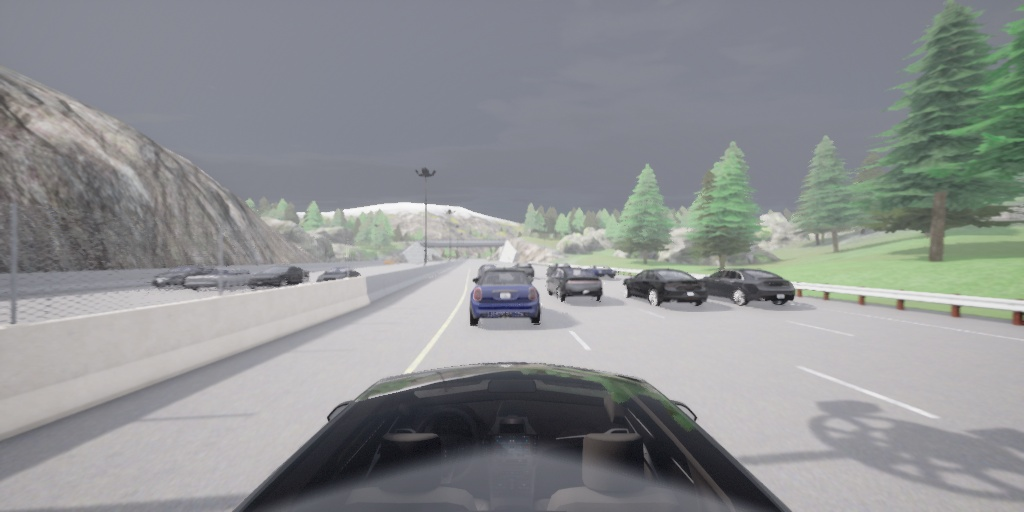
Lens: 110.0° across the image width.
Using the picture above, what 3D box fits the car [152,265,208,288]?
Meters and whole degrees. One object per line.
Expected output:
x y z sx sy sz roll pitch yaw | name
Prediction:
-22.672 1.409 25.362 2.128 1.511 4.902 0 0 -6 | car

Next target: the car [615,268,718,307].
6.499 1.277 15.855 1.882 1.535 5.008 0 0 -4 | car

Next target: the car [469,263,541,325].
-0.294 1.152 12.250 2.097 1.767 4.553 0 0 -3 | car

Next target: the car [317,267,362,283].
-12.120 1.455 25.430 1.994 1.385 4.181 0 0 -6 | car

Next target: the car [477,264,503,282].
-2.082 1.444 31.925 2.033 1.411 5.357 0 0 -6 | car

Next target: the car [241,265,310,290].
-15.506 1.372 24.184 1.882 1.535 5.008 0 0 -6 | car

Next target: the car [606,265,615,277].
8.214 1.482 34.302 1.895 1.301 4.718 0 0 -6 | car

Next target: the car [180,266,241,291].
-18.988 1.502 23.836 1.895 1.301 4.718 0 0 -6 | car

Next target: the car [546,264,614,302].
2.881 1.307 17.290 2.128 1.511 4.902 0 0 -4 | car

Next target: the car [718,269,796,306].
10.000 1.296 15.974 1.837 1.490 4.892 0 0 -4 | car

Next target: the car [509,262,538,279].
1.049 1.396 35.360 2.128 1.511 4.902 0 0 -6 | car
